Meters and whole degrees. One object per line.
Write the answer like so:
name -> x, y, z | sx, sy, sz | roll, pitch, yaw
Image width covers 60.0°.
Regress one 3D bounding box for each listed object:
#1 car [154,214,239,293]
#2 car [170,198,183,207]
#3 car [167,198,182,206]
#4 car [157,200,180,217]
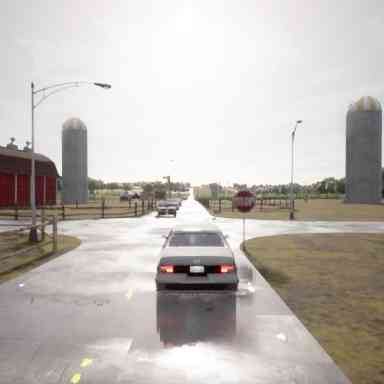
car -> 0.102, 1.554, 8.977 | 2.033, 1.411, 5.357 | 0, 0, 0
car -> -2.778, 1.822, 60.486 | 2.128, 1.511, 4.902 | 0, -1, 0
car -> -2.831, 1.681, 46.386 | 1.882, 1.535, 5.008 | 0, 0, 0
car -> -2.477, 1.709, 32.228 | 1.895, 1.301, 4.718 | 0, -1, -6
